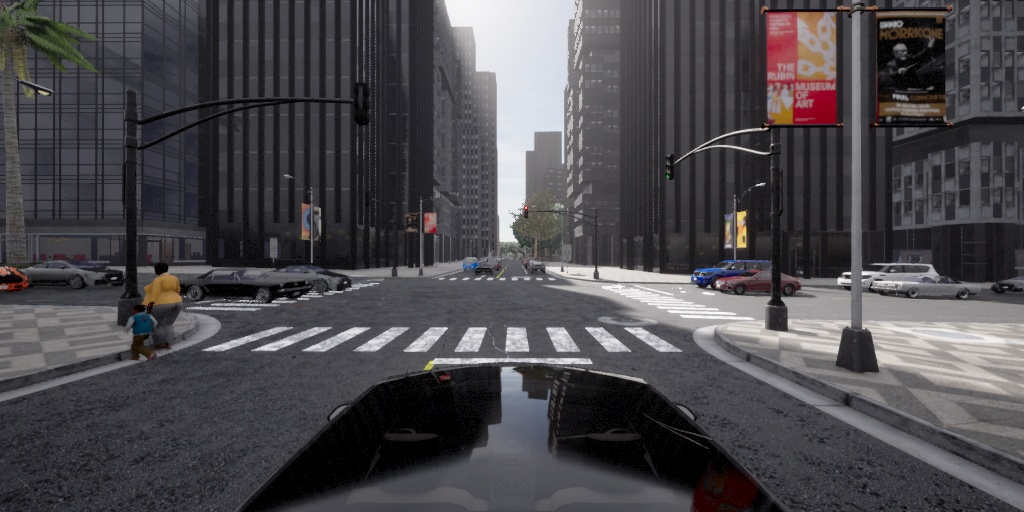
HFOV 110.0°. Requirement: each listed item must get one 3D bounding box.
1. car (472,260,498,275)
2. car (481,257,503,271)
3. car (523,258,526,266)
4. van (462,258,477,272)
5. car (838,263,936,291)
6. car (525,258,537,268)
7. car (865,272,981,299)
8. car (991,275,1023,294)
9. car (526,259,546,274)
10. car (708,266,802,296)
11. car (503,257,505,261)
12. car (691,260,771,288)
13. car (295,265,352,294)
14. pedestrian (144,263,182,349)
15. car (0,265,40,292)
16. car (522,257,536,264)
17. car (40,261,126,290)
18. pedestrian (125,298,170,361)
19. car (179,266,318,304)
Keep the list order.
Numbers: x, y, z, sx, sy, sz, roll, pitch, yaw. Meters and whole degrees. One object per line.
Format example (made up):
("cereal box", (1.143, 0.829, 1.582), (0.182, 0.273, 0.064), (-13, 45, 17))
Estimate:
("car", (-2.890, 1.358, 39.000), (1.895, 1.301, 4.718), (0, 0, 1))
("car", (-2.783, 1.113, 49.283), (2.097, 1.767, 4.553), (0, 0, 1))
("car", (3.104, 1.312, 52.809), (2.007, 1.370, 4.403), (0, 0, 1))
("van", (-5.476, 1.101, 47.380), (1.690, 1.789, 3.998), (0, 0, 1))
("car", (26.098, 1.493, 24.913), (5.566, 2.045, 2.150), (1, 0, 0))
("car", (3.050, 1.285, 47.467), (1.751, 1.417, 4.829), (0, 0, 1))
("car", (24.827, 1.841, 21.670), (4.718, 1.301, 1.895), (1, 0, 0))
("car", (36.246, 2.028, 24.858), (4.181, 1.385, 1.994), (1, 0, 0))
("car", (2.993, 1.308, 41.784), (2.007, 1.370, 4.403), (0, 0, 1))
("car", (14.846, 1.579, 21.713), (4.674, 1.442, 1.812), (1, 0, 0))
("car", (-2.674, 1.270, 59.533), (1.837, 1.490, 4.892), (0, 0, 1))
("car", (15.533, 1.294, 24.954), (5.566, 2.045, 2.150), (1, 0, 0))
("car", (-10.526, 1.151, 18.368), (4.181, 1.385, 1.994), (1, 0, 0))
("pedestrian", (-7.349, 1.045, 7.552), (0.375, 1.860, 0.375), (0, 0, 0))
("car", (-23.735, 0.698, 15.174), (4.553, 1.767, 2.097), (1, 0, 0))
("car", (3.160, 1.079, 58.322), (2.192, 1.841, 5.009), (0, 0, 1))
("car", (-22.435, 0.940, 18.417), (4.181, 1.385, 1.994), (1, 0, 0))
("pedestrian", (-6.993, 1.424, 6.756), (0.500, 1.100, 0.500), (0, 0, 0))
("car", (-10.895, 1.174, 14.685), (4.718, 1.301, 1.895), (1, 0, 6))
